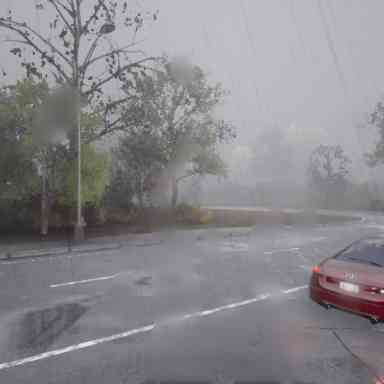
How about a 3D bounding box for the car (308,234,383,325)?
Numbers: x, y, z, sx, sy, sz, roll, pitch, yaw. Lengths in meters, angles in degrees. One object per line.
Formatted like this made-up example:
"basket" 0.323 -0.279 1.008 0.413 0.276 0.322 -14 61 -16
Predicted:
"car" 4.275 1.564 6.717 4.181 1.385 1.994 0 0 -35
